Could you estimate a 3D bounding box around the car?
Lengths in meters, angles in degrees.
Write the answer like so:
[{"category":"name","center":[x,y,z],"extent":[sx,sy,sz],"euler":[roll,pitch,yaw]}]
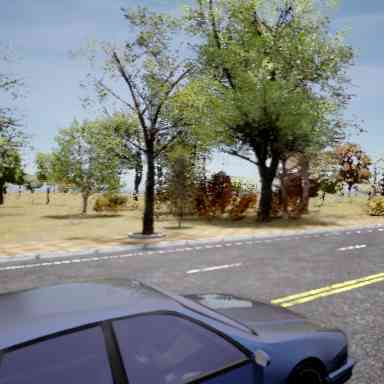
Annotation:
[{"category":"car","center":[-0.804,1.547,2.878],"extent":[5.357,1.411,2.033],"euler":[1,0,-35]}]
